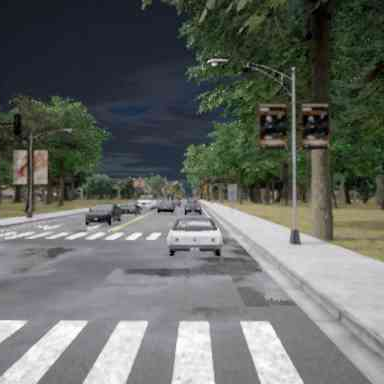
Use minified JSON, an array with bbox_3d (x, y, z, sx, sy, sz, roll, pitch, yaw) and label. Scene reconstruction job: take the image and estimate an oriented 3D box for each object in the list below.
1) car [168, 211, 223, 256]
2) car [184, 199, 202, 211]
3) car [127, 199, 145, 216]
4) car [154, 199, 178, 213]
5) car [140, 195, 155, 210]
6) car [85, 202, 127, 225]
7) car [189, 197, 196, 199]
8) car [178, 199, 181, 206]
[{"bbox_3d":[0.104,1.654,13.414,1.895,1.301,4.718,0,0,0],"label":"car"},{"bbox_3d":[0.110,1.810,37.630,1.895,1.301,4.718,0,0,0],"label":"car"},{"bbox_3d":[-6.575,1.755,35.137,1.994,1.385,4.181,0,0,0],"label":"car"},{"bbox_3d":[-3.140,1.799,41.082,1.994,1.385,4.181,0,0,0],"label":"car"},{"bbox_3d":[-6.551,1.505,47.941,2.150,2.045,5.566,0,1,1],"label":"car"},{"bbox_3d":[-6.587,1.602,25.284,1.882,1.535,5.008,0,0,0],"label":"car"},{"bbox_3d":[0.069,1.777,61.415,2.097,1.767,4.553,0,-1,0],"label":"car"},{"bbox_3d":[-3.155,2.038,65.637,1.994,1.385,4.181,0,-1,0],"label":"car"}]
